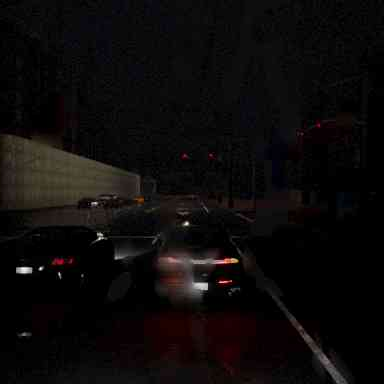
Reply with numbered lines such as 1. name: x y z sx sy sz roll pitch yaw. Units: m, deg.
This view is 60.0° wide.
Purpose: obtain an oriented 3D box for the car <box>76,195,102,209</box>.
1. car: -13.992 1.505 44.776 1.837 1.490 4.892 0 0 0

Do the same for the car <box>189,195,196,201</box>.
1. car: 0.188 1.525 84.976 2.128 1.511 4.902 0 0 0

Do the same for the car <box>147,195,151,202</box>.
1. car: -10.336 1.473 74.108 1.882 1.535 5.008 0 0 0

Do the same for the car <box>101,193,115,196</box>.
1. car: -13.971 1.221 54.630 2.150 2.045 5.566 0 0 1

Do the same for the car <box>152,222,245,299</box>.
1. car: 0.103 1.492 8.425 2.128 1.511 4.902 0 0 -1

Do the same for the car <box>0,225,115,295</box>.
1. car: -3.405 1.564 8.782 1.994 1.385 4.181 0 0 0

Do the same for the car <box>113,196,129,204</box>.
1. car: -13.880 1.547 65.255 2.033 1.411 5.357 0 0 1

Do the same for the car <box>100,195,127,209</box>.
1. car: -10.493 1.526 44.738 1.812 1.442 4.674 0 0 0

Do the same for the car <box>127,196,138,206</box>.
1. car: -10.466 1.601 53.846 1.895 1.301 4.718 0 0 0

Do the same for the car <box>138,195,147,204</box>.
1. car: -10.404 1.478 63.948 1.882 1.535 5.008 0 0 1

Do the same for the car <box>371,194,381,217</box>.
1. car: 15.162 1.222 28.581 5.566 2.045 2.150 0 0 0
